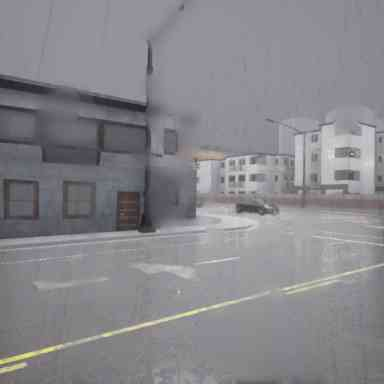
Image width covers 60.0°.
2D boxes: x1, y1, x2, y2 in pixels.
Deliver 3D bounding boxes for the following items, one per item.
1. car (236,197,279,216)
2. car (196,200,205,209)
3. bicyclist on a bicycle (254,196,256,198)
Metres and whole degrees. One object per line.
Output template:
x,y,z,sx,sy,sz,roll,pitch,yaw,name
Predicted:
6.590,1.358,33.599,2.097,1.767,4.553,1,0,-38,car
-0.553,1.265,41.439,4.674,1.442,1.812,3,1,40,car
9.058,1.338,47.874,0.582,1.620,1.656,2,0,44,bicyclist on a bicycle
